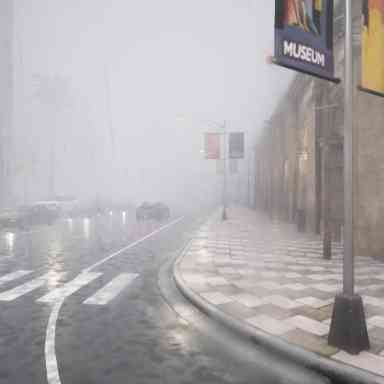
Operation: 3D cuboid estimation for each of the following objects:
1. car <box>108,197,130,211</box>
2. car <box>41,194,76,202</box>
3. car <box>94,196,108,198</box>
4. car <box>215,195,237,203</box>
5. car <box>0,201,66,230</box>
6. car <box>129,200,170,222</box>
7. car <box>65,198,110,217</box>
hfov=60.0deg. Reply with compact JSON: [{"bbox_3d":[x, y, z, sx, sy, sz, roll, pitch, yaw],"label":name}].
[{"bbox_3d":[-8.377,1.526,40.753,1.812,1.442,4.674,0,0,7],"label":"car"},{"bbox_3d":[-12.962,1.221,32.085,2.150,2.045,5.566,0,0,7],"label":"car"},{"bbox_3d":[-11.711,1.352,42.334,2.097,1.767,4.553,0,0,7],"label":"car"},{"bbox_3d":[6.952,1.340,66.761,4.553,1.767,2.097,0,1,-34],"label":"car"},{"bbox_3d":[-10.643,1.547,21.569,2.033,1.411,5.357,0,0,6],"label":"car"},{"bbox_3d":[-2.982,1.504,26.148,2.128,1.511,4.902,0,0,7],"label":"car"},{"bbox_3d":[-9.569,1.526,30.936,1.812,1.442,4.674,0,0,7],"label":"car"}]
